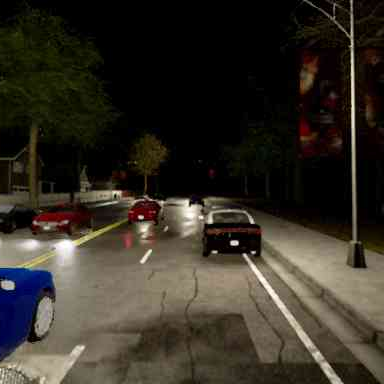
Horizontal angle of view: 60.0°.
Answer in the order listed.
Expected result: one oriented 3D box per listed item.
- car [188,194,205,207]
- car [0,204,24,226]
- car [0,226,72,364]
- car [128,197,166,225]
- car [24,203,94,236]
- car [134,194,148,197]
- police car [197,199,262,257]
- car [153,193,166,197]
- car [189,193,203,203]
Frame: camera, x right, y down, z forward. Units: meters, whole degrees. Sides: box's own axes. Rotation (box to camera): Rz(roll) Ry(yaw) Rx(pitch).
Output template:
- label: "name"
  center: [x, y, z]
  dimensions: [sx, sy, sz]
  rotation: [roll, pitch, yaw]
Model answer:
- label: "car"
  center: [0.562, 1.034, 40.813]
  dimensions: [1.812, 1.442, 4.674]
  rotation: [0, 1, 1]
- label: "car"
  center: [-9.646, 1.342, 17.222]
  dimensions: [1.994, 1.385, 4.181]
  rotation: [0, 1, 1]
- label: "car"
  center: [-3.111, 1.431, 3.291]
  dimensions: [1.882, 1.535, 5.008]
  rotation: [0, 1, 1]
- label: "car"
  center: [-2.896, 1.257, 21.354]
  dimensions: [1.812, 1.442, 4.674]
  rotation: [0, 1, 1]
- label: "car"
  center: [-6.398, 1.307, 17.043]
  dimensions: [1.812, 1.442, 4.674]
  rotation: [0, 1, 1]
- label: "car"
  center: [-9.092, 0.919, 59.371]
  dimensions: [1.895, 1.301, 4.718]
  rotation: [0, 1, 1]
- label: "police car"
  center: [1.283, 1.265, 12.370]
  dimensions: [1.930, 1.638, 5.238]
  rotation: [0, 1, 1]
- label: "car"
  center: [-5.844, 0.880, 59.618]
  dimensions: [1.994, 1.385, 4.181]
  rotation: [0, 1, 1]
- label: "car"
  center: [0.609, 0.946, 51.357]
  dimensions: [2.033, 1.411, 5.357]
  rotation: [0, 1, 1]
